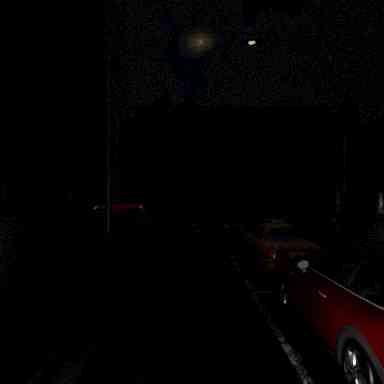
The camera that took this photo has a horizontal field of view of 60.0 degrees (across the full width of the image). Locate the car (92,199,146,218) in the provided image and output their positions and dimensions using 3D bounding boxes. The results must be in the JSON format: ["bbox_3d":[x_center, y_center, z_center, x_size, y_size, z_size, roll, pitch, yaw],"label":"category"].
[{"bbox_3d":[-6.445,1.376,29.461,4.553,1.767,2.097,0,0,0],"label":"car"}]

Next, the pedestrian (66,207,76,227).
[{"bbox_3d":[-7.325,1.143,20.190,0.375,1.860,0.375,0,0,0],"label":"pedestrian"}]

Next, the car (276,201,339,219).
[{"bbox_3d":[9.110,1.451,26.555,5.008,1.535,1.882,0,0,0],"label":"car"}]

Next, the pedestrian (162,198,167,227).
[{"bbox_3d":[-1.754,1.300,21.055,0.375,1.860,0.375,0,0,0],"label":"pedestrian"}]

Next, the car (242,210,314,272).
[{"bbox_3d":[2.639,1.528,10.585,1.752,1.417,4.829,0,0,0],"label":"car"}]

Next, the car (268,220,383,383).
[{"bbox_3d":[2.642,1.441,4.977,1.967,1.590,4.097,0,0,0],"label":"car"}]
